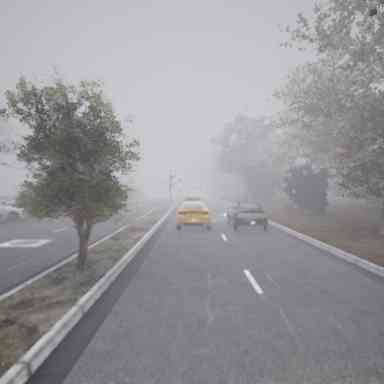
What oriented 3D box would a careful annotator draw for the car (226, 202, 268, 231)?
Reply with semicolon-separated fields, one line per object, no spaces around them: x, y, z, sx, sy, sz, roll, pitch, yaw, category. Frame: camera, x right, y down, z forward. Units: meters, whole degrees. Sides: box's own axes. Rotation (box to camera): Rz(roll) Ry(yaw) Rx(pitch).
3.093;1.310;19.295;2.128;1.511;4.902;0;1;0;car

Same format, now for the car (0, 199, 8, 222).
-13.863;1.174;19.781;4.553;1.767;2.185;-1;1;-20;car

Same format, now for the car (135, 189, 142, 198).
-13.799;0.667;70.807;4.674;1.452;2.002;-1;1;-20;car

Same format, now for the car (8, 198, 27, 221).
-13.832;1.294;22.794;4.674;1.452;2.002;-1;1;-20;car

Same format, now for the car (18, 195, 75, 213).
-13.801;1.131;31.810;4.792;1.488;2.163;-1;1;-20;car

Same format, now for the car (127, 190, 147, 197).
-13.662;0.393;82.851;4.553;1.767;2.185;-1;1;-19;car

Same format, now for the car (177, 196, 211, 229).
0.093;1.282;20.158;1.882;1.535;5.008;0;1;0;car

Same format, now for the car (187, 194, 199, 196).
0.086;0.949;40.630;1.882;1.535;5.008;0;1;0;car

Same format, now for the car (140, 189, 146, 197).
-13.821;0.349;73.800;5.566;2.045;2.435;-1;1;-20;car

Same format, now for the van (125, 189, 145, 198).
-13.636;0.318;79.873;4.442;1.987;1.878;-1;0;-19;van
